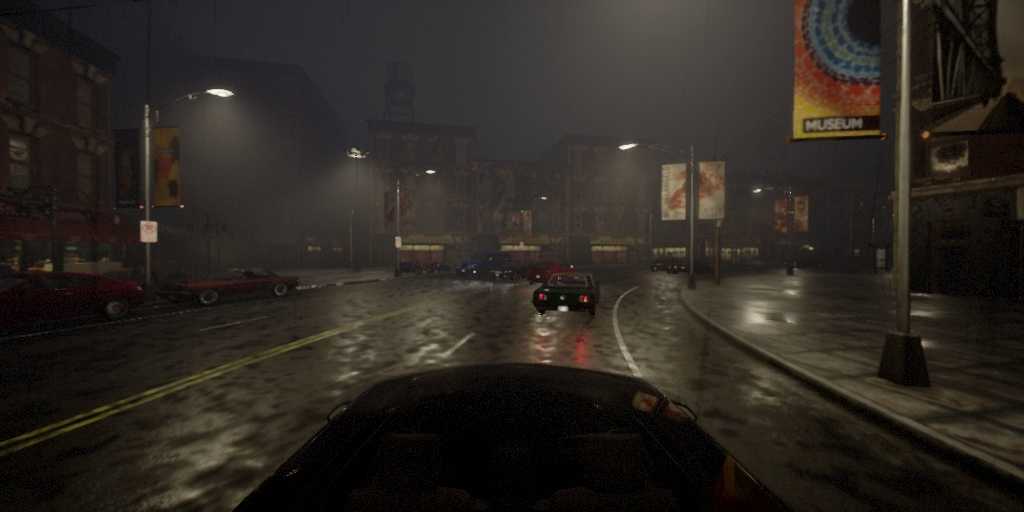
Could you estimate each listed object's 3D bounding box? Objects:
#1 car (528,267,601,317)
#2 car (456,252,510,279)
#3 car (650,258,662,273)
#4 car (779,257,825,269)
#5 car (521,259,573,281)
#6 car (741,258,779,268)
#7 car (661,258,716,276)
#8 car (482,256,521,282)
[{"bbox_3d":[2.120,1.244,12.708,1.895,1.301,4.718,0,1,16],"label":"car"},{"bbox_3d":[-2.054,0.700,28.745,2.150,2.045,5.566,0,0,34],"label":"car"},{"bbox_3d":[15.839,0.939,35.720,4.892,1.490,1.837,0,0,-30],"label":"car"},{"bbox_3d":[37.205,0.871,45.596,4.892,1.490,1.837,0,0,-11],"label":"car"},{"bbox_3d":[2.703,1.021,22.824,1.882,1.535,5.008,0,0,29],"label":"car"},{"bbox_3d":[33.638,0.932,48.473,4.718,1.301,1.895,0,1,-11],"label":"car"},{"bbox_3d":[16.238,1.017,32.166,5.357,1.411,2.033,0,1,-31],"label":"car"},{"bbox_3d":[0.369,1.001,25.982,2.128,1.511,4.902,0,1,33],"label":"car"}]
